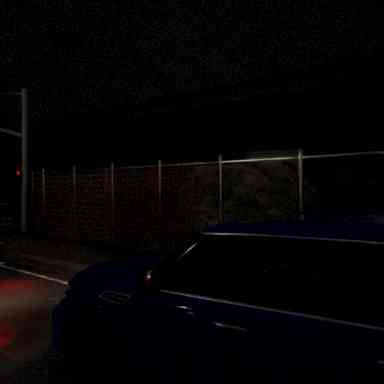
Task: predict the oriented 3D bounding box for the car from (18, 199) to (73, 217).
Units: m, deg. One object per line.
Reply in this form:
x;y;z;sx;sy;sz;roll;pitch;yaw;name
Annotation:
-14.636;1.559;33.495;1.837;1.490;4.892;0;0;35;car

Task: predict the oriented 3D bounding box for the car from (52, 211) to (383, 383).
0.963;1.221;3.303;5.566;2.045;2.150;0;0;35;car

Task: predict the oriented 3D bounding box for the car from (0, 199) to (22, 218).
-15.042;1.547;26.548;2.128;1.511;4.902;0;0;36;car

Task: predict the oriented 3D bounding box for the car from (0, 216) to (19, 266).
-7.051;1.491;9.021;4.902;1.511;2.128;0;0;33;car
